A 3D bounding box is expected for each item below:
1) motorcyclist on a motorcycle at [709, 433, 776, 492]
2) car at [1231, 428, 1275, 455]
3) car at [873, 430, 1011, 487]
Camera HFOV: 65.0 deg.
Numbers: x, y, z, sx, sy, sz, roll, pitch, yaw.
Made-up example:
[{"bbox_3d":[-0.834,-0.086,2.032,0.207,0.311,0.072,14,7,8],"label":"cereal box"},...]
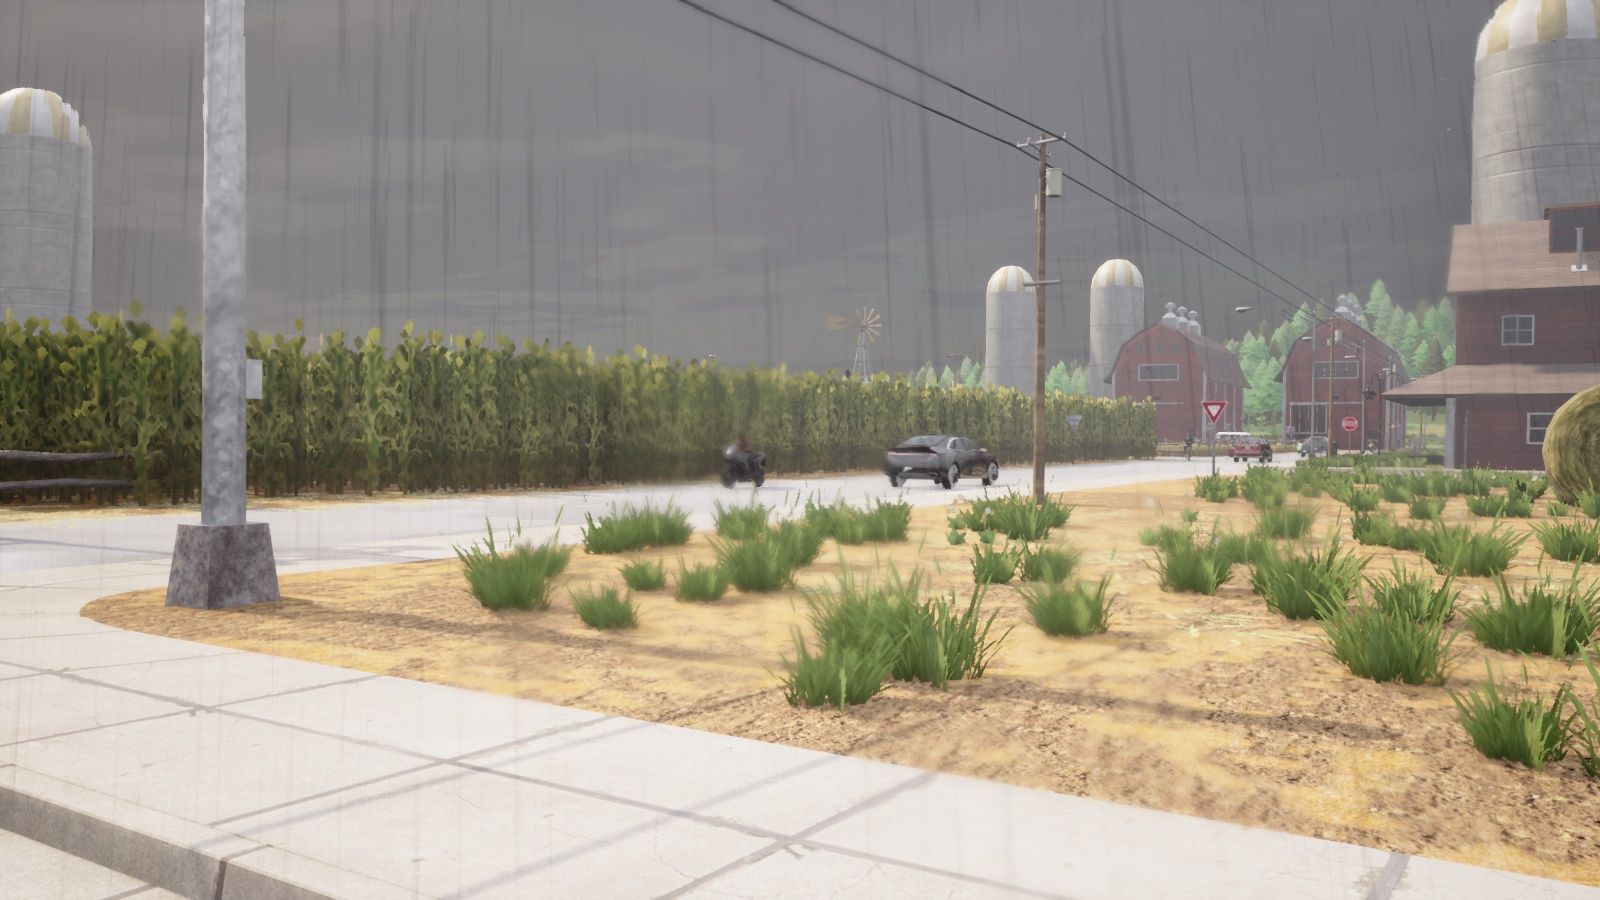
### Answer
[{"bbox_3d":[-1.509,0.306,33.410,0.797,1.523,2.044,0,1,31],"label":"motorcyclist on a motorcycle"},{"bbox_3d":[27.069,-0.524,74.988,1.789,1.549,3.705,0,1,30],"label":"car"},{"bbox_3d":[4.172,0.191,36.155,2.128,1.511,4.902,0,1,31],"label":"car"}]
